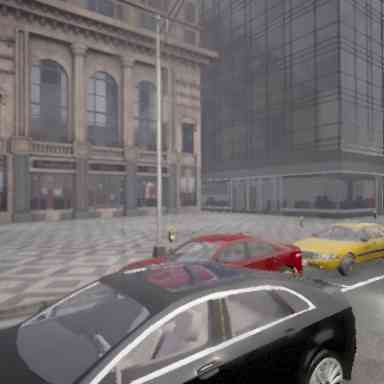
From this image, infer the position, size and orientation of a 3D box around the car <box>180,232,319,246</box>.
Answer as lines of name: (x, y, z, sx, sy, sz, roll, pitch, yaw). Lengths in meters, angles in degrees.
car: (0.545, 1.611, 7.204, 4.507, 1.381, 1.887, 0, 0, -37)

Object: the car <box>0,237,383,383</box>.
car: (-0.363, 1.532, 3.103, 4.902, 1.511, 2.128, 0, -1, -37)

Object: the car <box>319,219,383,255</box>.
car: (4.923, 1.560, 10.460, 4.829, 1.417, 1.752, 0, 0, -37)
